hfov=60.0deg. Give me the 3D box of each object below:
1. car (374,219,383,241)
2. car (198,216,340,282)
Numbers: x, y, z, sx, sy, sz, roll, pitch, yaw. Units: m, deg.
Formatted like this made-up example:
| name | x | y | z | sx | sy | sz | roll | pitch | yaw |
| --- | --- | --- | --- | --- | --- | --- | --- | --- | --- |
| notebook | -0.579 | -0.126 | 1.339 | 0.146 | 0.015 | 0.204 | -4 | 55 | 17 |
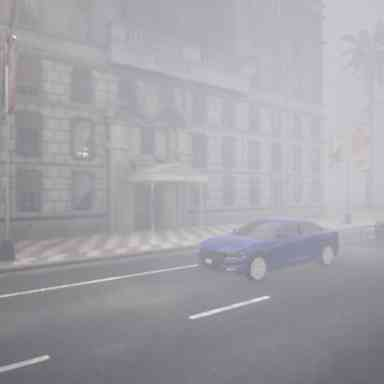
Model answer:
| name | x | y | z | sx | sy | sz | roll | pitch | yaw |
| --- | --- | --- | --- | --- | --- | --- | --- | --- | --- |
| car | 10.683 | 1.514 | 15.973 | 5.008 | 1.535 | 1.882 | 0 | 0 | -35 |
| car | 2.457 | 1.517 | 10.082 | 5.008 | 1.535 | 1.882 | 0 | 0 | -36 |
